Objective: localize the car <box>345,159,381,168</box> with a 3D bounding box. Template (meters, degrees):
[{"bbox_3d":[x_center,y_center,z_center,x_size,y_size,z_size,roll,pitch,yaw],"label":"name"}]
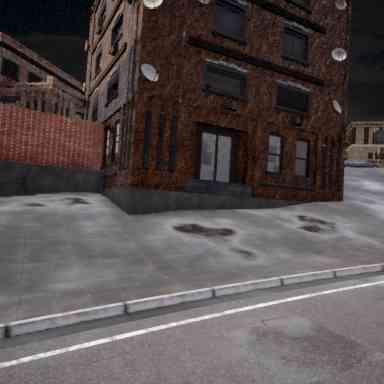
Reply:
[{"bbox_3d":[21.219,-3.296,41.902,4.553,1.767,2.185,2,-3,15],"label":"car"}]
